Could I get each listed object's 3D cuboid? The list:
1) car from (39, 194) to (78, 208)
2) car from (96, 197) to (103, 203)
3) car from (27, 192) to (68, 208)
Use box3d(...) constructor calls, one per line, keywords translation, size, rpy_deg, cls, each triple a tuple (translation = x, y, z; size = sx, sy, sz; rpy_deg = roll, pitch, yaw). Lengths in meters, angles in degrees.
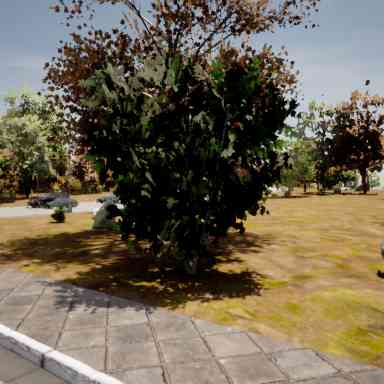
box3d(translation=(-17.015, 1.406, 43.329), size=(1.994, 1.385, 4.181), rpy_deg=(0, 2, 39), cls="car")
box3d(translation=(-12.850, 0.978, 54.024), size=(2.033, 1.411, 5.357), rpy_deg=(0, 3, 39), cls="car")
box3d(translation=(-19.557, 1.067, 45.758), size=(2.150, 2.045, 5.566), rpy_deg=(0, 2, 39), cls="car")
